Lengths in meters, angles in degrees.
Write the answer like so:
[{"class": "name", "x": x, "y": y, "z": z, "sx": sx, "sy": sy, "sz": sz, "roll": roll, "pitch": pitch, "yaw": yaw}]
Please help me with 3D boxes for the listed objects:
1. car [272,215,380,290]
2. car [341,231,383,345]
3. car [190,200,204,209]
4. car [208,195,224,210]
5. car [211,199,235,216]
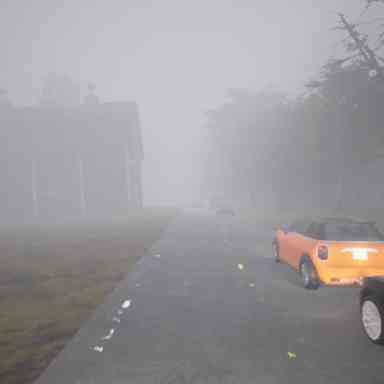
[{"class": "car", "x": 3.693, "y": 1.408, "z": 9.375, "sx": 2.097, "sy": 1.767, "sz": 4.553, "roll": 1, "pitch": 0, "yaw": 1}, {"class": "car", "x": 3.599, "y": 1.516, "z": 3.403, "sx": 1.882, "sy": 1.535, "sz": 5.008, "roll": 1, "pitch": 0, "yaw": 1}, {"class": "car", "x": 0.772, "y": 1.853, "z": 51.117, "sx": 1.994, "sy": 1.385, "sz": 4.181, "roll": 1, "pitch": -1, "yaw": 1}, {"class": "car", "x": 3.470, "y": 1.493, "z": 47.468, "sx": 2.150, "sy": 2.045, "sz": 5.566, "roll": 1, "pitch": -1, "yaw": 1}, {"class": "car", "x": 3.315, "y": 1.717, "z": 34.248, "sx": 2.033, "sy": 1.411, "sz": 5.357, "roll": 1, "pitch": 0, "yaw": 1}]
